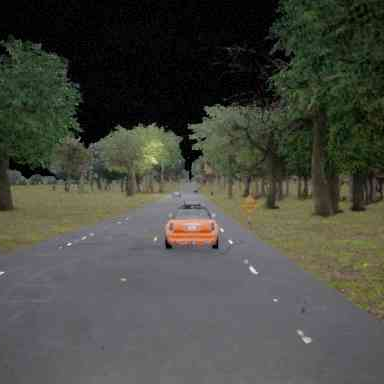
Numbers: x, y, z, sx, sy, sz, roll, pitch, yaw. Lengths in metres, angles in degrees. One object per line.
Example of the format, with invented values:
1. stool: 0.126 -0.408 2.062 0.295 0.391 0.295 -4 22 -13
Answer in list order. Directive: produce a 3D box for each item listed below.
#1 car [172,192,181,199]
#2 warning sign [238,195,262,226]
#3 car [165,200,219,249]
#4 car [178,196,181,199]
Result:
1. car: -3.500 0.710 75.919 1.812 1.442 4.674 0 1 0
2. warning sign: 3.553 1.098 20.496 1.300 1.860 1.060 0 0 0
3. car: 0.000 1.362 14.621 2.097 1.767 4.553 0 0 0
4. car: 0.000 1.412 29.644 2.128 1.511 4.902 0 1 0
